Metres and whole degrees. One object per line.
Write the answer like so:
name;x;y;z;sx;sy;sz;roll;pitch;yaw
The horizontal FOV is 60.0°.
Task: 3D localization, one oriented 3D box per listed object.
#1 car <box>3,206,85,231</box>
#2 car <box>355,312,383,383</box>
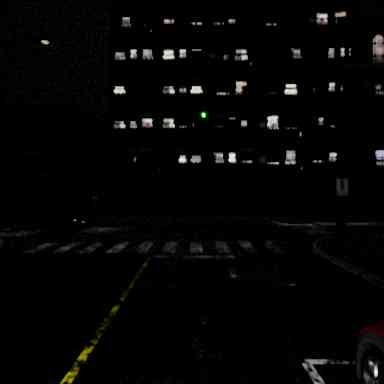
car;-9.293;1.667;21.058;4.892;1.490;1.837;0;-1;1
car;2.756;1.448;2.060;1.967;1.590;4.097;1;0;0
